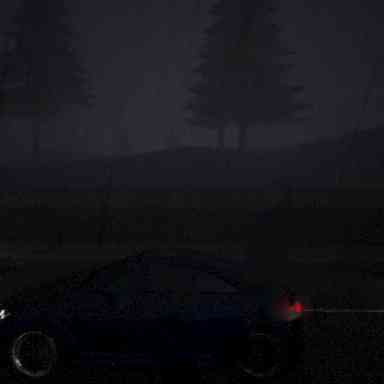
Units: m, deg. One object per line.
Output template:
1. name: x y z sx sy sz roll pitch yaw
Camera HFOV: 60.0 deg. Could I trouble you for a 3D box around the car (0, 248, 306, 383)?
1. car: -0.570 1.562 4.847 4.181 1.385 1.994 0 0 2
